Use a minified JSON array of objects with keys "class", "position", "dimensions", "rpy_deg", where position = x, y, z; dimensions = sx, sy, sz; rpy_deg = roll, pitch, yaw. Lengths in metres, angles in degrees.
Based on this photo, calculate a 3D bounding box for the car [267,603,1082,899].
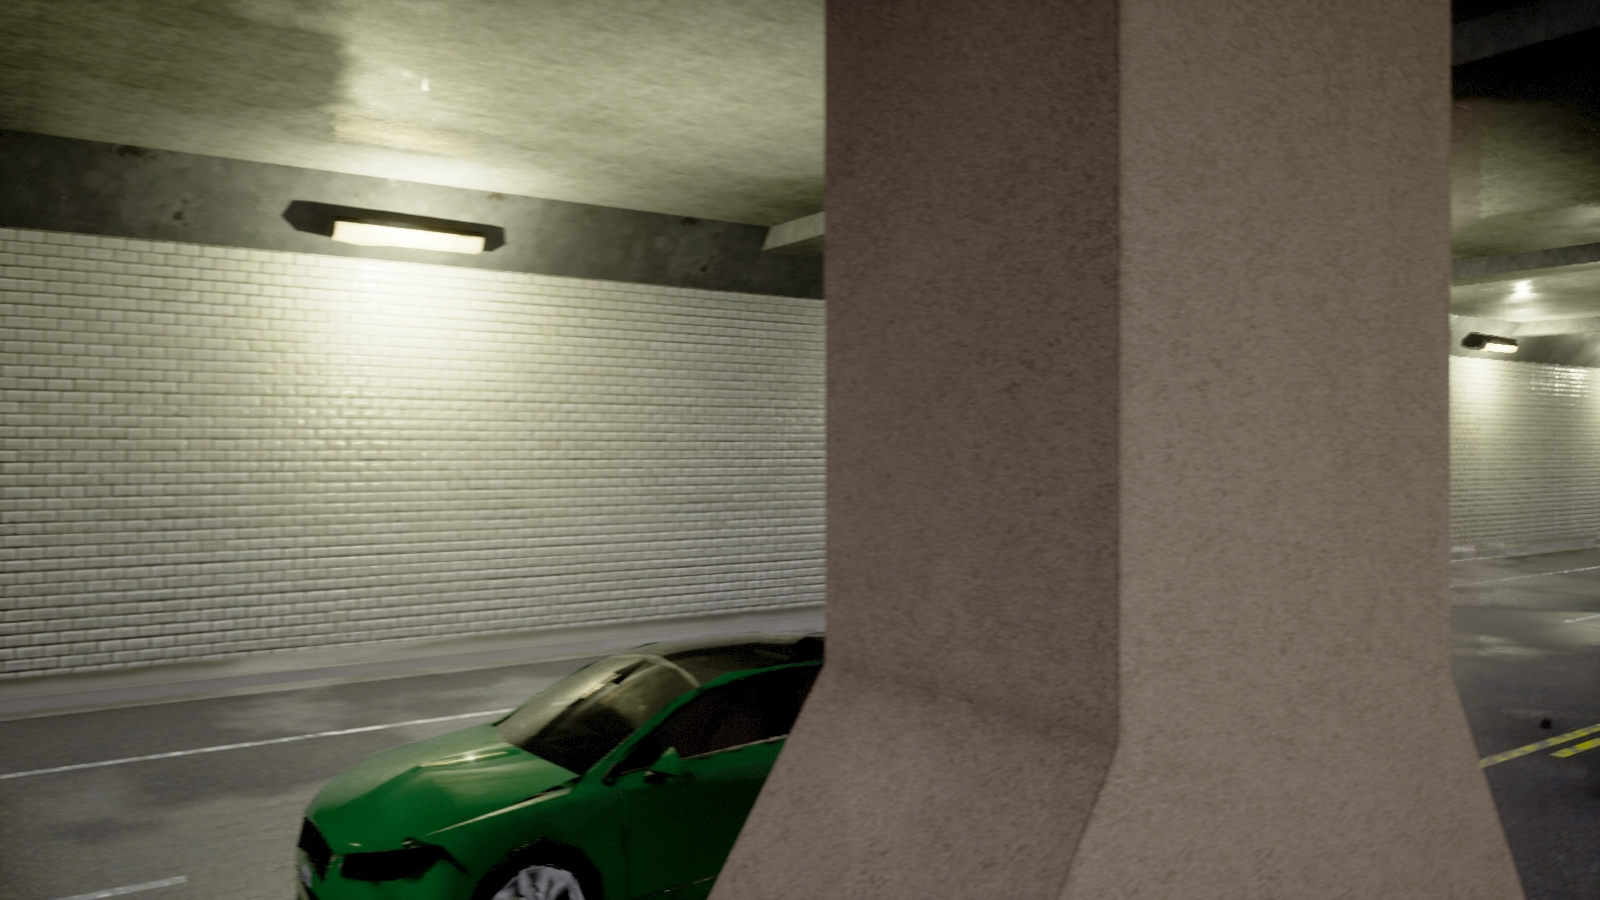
[{"class":"car","position":[-0.669,2.060,7.570],"dimensions":[4.892,1.480,2.231],"rpy_deg":[0,0,-34]}]
